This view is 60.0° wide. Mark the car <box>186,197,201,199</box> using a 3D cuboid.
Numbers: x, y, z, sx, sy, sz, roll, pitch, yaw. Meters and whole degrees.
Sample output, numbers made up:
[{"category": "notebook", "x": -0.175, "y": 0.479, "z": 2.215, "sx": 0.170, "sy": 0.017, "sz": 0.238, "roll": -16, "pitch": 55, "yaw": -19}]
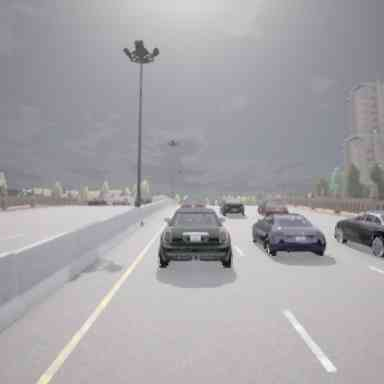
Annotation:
[{"category": "car", "x": 0.098, "y": 1.217, "z": 28.517, "sx": 2.097, "sy": 1.767, "sz": 4.553, "roll": 0, "pitch": 0, "yaw": 0}]

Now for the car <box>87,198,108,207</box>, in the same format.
[{"category": "car", "x": -14.080, "y": 1.490, "z": 49.575, "sx": 1.895, "sy": 1.301, "sz": 4.718, "roll": 0, "pitch": -1, "yaw": 0}]

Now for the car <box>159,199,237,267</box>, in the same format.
[{"category": "car", "x": 0.099, "y": 1.299, "z": 11.362, "sx": 2.097, "sy": 1.767, "sz": 4.553, "roll": 0, "pitch": 0, "yaw": 0}]

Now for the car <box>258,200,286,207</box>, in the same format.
[{"category": "car", "x": 7.098, "y": 1.425, "z": 29.564, "sx": 1.994, "sy": 1.385, "sz": 4.181, "roll": 0, "pitch": 0, "yaw": 0}]

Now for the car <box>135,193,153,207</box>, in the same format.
[{"category": "car", "x": -7.082, "y": 1.110, "z": 49.564, "sx": 2.150, "sy": 2.045, "sz": 5.566, "roll": 0, "pitch": -1, "yaw": 0}]

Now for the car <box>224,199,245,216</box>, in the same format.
[{"category": "car", "x": 3.598, "y": 1.333, "z": 30.502, "sx": 1.882, "sy": 1.535, "sz": 5.008, "roll": 0, "pitch": 0, "yaw": 0}]

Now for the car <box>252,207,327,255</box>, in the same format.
[{"category": "car", "x": 3.599, "y": 1.504, "z": 13.017, "sx": 1.994, "sy": 1.385, "sz": 4.181, "roll": 0, "pitch": 0, "yaw": 0}]

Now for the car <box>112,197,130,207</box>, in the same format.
[{"category": "car", "x": -10.580, "y": 1.417, "z": 49.611, "sx": 1.812, "sy": 1.442, "sz": 4.674, "roll": 0, "pitch": -1, "yaw": 0}]

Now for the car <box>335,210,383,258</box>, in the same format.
[{"category": "car", "x": 7.099, "y": 1.434, "z": 12.484, "sx": 2.128, "sy": 1.511, "sz": 4.902, "roll": 0, "pitch": 0, "yaw": 0}]
